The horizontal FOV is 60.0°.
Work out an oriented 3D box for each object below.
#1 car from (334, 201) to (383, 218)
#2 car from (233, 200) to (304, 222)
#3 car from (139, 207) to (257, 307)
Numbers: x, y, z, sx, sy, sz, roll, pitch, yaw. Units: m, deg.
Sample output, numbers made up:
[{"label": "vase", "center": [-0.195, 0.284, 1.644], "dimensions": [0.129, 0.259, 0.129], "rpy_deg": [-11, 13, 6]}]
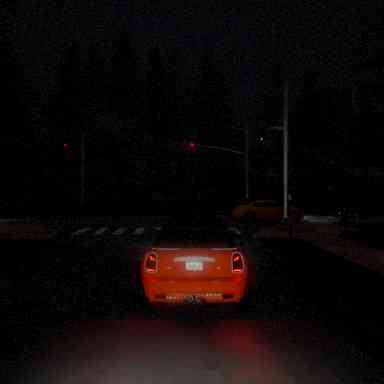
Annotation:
[{"label": "car", "center": [14.342, 1.438, 27.357], "dimensions": [4.718, 1.301, 1.895], "rpy_deg": [0, 0, 0]}, {"label": "car", "center": [5.381, 1.314, 23.627], "dimensions": [5.008, 1.535, 1.882], "rpy_deg": [0, 0, 0]}, {"label": "car", "center": [0.050, 1.352, 8.115], "dimensions": [2.097, 1.767, 4.553], "rpy_deg": [0, 0, 0]}]
